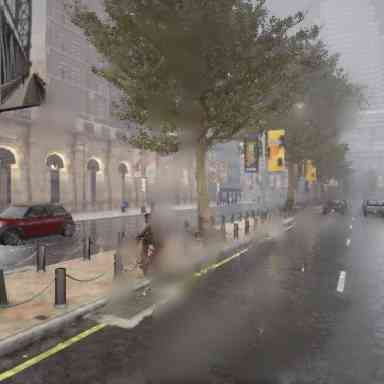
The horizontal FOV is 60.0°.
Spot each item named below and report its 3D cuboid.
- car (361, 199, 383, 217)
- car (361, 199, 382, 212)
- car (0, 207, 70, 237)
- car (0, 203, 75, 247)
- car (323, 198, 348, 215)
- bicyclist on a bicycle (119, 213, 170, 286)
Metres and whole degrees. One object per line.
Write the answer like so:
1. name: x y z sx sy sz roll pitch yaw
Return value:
1. car: 16.967 1.492 30.915 2.128 1.511 4.902 0 0 27
2. car: 21.304 1.547 39.640 2.033 1.411 5.357 0 0 27
3. car: -9.455 1.595 18.837 1.895 1.301 4.718 0 0 26
4. car: -7.672 1.352 15.322 2.097 1.767 4.553 0 0 27
5. car: 14.374 1.505 33.542 1.837 1.490 4.892 0 0 27
6. bicyclist on a bicycle: -1.116 1.370 8.263 1.656 1.620 0.582 14 1 28
